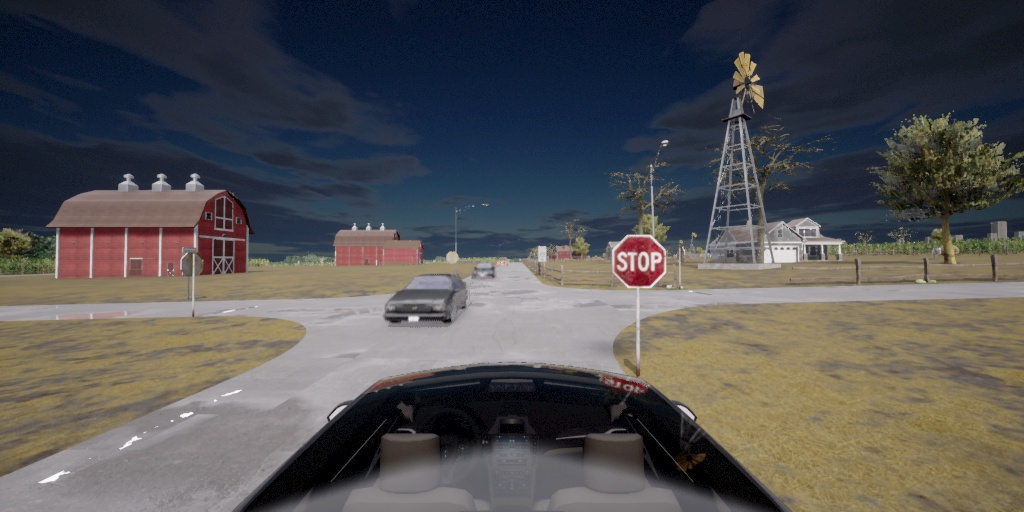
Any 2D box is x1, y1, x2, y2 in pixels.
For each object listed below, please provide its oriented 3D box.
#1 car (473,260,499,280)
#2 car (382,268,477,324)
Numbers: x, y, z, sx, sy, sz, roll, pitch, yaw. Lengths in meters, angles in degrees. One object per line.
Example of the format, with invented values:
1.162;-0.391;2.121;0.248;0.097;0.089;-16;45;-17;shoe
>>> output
-2.364;1.301;31.485;1.812;1.442;4.674;0;0;1;car
-2.616;1.307;12.283;2.033;1.411;5.357;0;0;1;car
